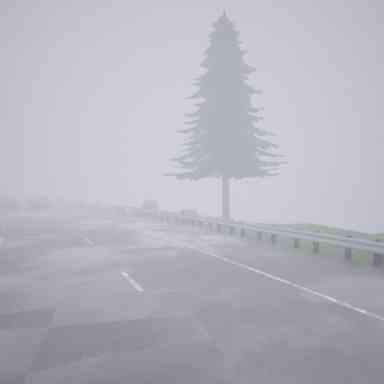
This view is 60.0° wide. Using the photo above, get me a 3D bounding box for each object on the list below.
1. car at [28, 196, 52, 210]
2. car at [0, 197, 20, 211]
[{"bbox_3d":[-19.346,1.340,42.301,2.097,1.767,4.553,0,0,-37],"label":"car"},{"bbox_3d":[-22.829,1.339,41.113,2.097,1.767,4.553,0,0,-37],"label":"car"}]
